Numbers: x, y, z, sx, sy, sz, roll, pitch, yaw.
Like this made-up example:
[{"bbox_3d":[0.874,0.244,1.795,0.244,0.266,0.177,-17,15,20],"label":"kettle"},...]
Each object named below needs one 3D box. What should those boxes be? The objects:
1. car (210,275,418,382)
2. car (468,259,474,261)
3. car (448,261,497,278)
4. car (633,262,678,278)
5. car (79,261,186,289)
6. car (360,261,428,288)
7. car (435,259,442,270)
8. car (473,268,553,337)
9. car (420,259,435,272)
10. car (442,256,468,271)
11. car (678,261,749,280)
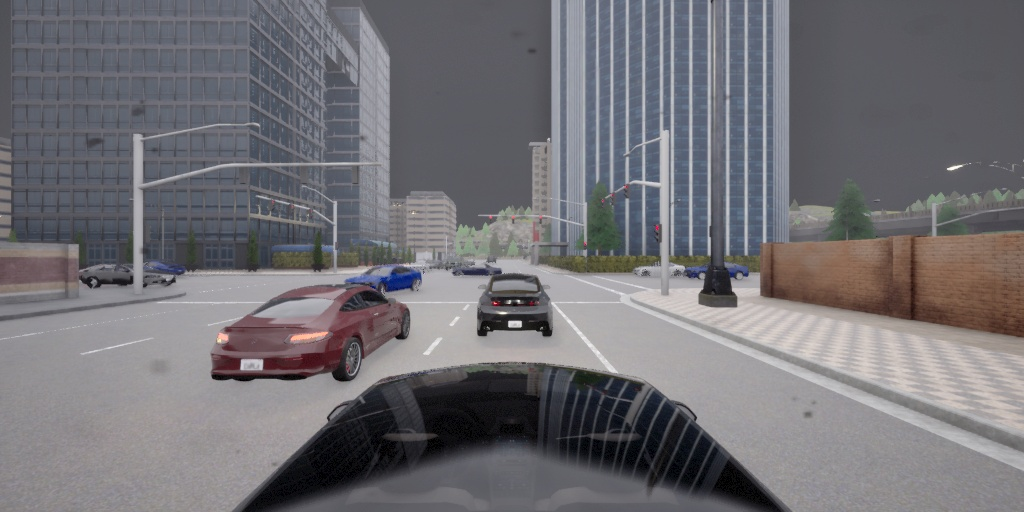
[{"bbox_3d":[-3.435,1.276,7.050,1.812,1.442,4.674,0,0,0],"label":"car"},{"bbox_3d":[-8.010,1.314,60.001,1.994,1.385,4.181,0,0,0],"label":"car"},{"bbox_3d":[-3.264,1.351,33.673,4.718,1.301,1.895,0,0,0],"label":"car"},{"bbox_3d":[13.863,1.276,33.803,4.674,1.442,1.812,0,0,0],"label":"car"},{"bbox_3d":[-24.218,1.241,22.766,4.902,1.511,2.128,0,0,0],"label":"car"},{"bbox_3d":[-6.638,1.228,18.836,1.882,1.535,5.008,-1,0,15],"label":"car"},{"bbox_3d":[-11.433,1.241,53.544,2.128,1.511,4.902,0,0,-1],"label":"car"},{"bbox_3d":[0.069,1.255,10.314,1.837,1.490,4.892,0,0,0],"label":"car"},{"bbox_3d":[-11.364,1.276,44.595,1.812,1.442,4.674,0,0,1],"label":"car"},{"bbox_3d":[-7.872,0.971,50.049,2.150,2.045,5.566,0,0,-1],"label":"car"},{"bbox_3d":[17.225,1.228,30.349,5.008,1.535,1.882,0,0,0],"label":"car"}]
